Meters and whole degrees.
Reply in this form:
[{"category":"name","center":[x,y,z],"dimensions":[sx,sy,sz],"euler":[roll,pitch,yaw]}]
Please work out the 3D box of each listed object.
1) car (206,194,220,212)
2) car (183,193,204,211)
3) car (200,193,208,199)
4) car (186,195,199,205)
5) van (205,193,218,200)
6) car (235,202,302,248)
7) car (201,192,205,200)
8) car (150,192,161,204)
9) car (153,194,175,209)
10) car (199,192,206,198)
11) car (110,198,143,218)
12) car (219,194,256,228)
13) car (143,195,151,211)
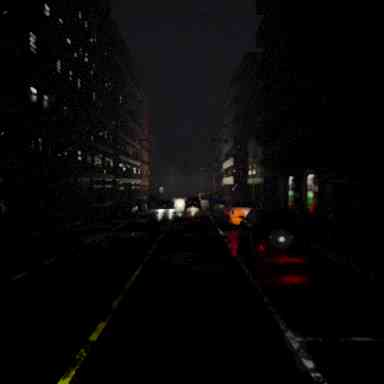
[{"category":"car","center":[2.730,1.281,33.978],"dimensions":[1.752,1.417,4.829],"euler":[-1,0,0]},{"category":"car","center":[0.114,1.242,36.807],"dimensions":[1.837,1.490,4.892],"euler":[0,1,1]},{"category":"car","center":[2.797,1.005,79.285],"dimensions":[1.887,1.381,4.507],"euler":[-1,0,0]},{"category":"car","center":[0.103,1.214,49.702],"dimensions":[1.994,1.385,4.181],"euler":[0,0,1]},{"category":"van","center":[2.736,1.059,39.492],"dimensions":[1.690,1.788,3.998],"euler":[-1,0,0]},{"category":"car","center":[3.167,1.399,14.136],"dimensions":[1.837,1.490,4.892],"euler":[0,0,0]},{"category":"car","center":[2.781,1.083,67.915],"dimensions":[2.008,1.369,4.403],"euler":[-1,0,0]},{"category":"car","center":[-5.628,0.957,50.877],"dimensions":[2.192,1.841,5.009],"euler":[-1,0,0]},{"category":"car","center":[-3.033,1.284,39.148],"dimensions":[1.994,1.385,4.181],"euler":[0,0,0]},{"category":"car","center":[2.813,0.831,90.654],"dimensions":[1.967,1.590,4.097],"euler":[-1,0,0]},{"category":"car","center":[-5.658,1.362,28.140],"dimensions":[1.947,1.339,4.313],"euler":[-1,0,0]},{"category":"car","center":[3.145,1.198,21.105],"dimensions":[2.097,1.767,4.553],"euler":[0,0,0]},{"category":"car","center":[-5.650,1.322,33.824],"dimensions":[1.947,1.339,4.313],"euler":[-1,0,0]}]
